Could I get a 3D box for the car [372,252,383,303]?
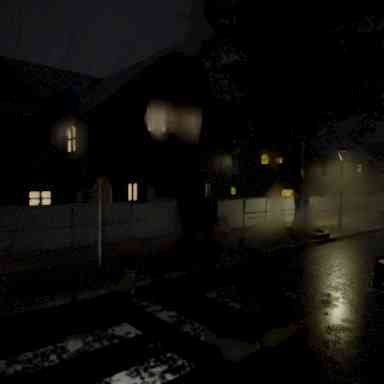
[{"bbox_3d":[5.366,1.419,6.748,4.902,1.511,2.128,0,3,-42],"label":"car"}]
